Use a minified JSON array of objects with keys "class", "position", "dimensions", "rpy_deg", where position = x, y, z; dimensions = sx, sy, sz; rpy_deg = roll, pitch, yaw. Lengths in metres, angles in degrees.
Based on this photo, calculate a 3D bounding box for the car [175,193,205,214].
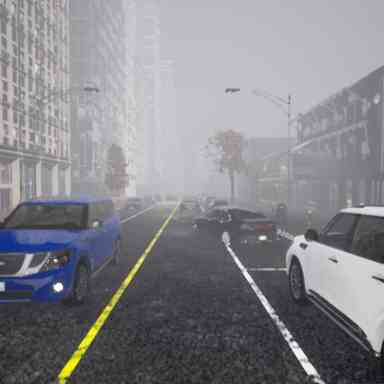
[{"class":"car","position":[-0.201,1.177,31.273],"dimensions":[2.128,1.511,4.902],"rpy_deg":[0,1,0]}]

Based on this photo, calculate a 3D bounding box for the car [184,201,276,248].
[{"class":"car","position":[1.577,1.362,14.208],"dimensions":[1.837,1.490,4.892],"rpy_deg":[-1,1,-23]}]

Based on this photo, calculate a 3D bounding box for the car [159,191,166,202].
[{"class":"car","position":[-6.188,0.985,57.735],"dimensions":[1.947,1.339,4.313],"rpy_deg":[-1,1,0]}]

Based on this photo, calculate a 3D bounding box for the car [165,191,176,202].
[{"class":"car","position":[-3.541,1.015,58.309],"dimensions":[1.895,1.301,4.718],"rpy_deg":[0,1,0]}]

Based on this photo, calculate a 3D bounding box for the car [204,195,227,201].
[{"class":"car","position":[2.414,1.267,29.538],"dimensions":[1.947,1.339,4.313],"rpy_deg":[-1,1,0]}]

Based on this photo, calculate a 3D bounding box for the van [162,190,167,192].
[{"class":"van","position":[-6.246,0.705,63.376],"dimensions":[1.690,1.788,3.998],"rpy_deg":[-1,1,0]}]

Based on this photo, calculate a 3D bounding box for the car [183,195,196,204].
[{"class":"car","position":[-0.365,1.089,50.767],"dimensions":[1.895,1.301,4.718],"rpy_deg":[0,1,0]}]

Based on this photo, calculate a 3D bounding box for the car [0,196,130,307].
[{"class":"car","position":[-3.173,1.138,8.099],"dimensions":[2.150,2.045,5.566],"rpy_deg":[0,1,-1]}]

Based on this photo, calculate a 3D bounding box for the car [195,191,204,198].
[{"class":"car","position":[1.903,0.581,85.971],"dimensions":[1.967,1.590,4.097],"rpy_deg":[-1,1,0]}]

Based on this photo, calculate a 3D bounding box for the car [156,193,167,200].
[{"class":"car","position":[-6.307,0.859,69.022],"dimensions":[2.008,1.369,4.403],"rpy_deg":[-1,1,0]}]

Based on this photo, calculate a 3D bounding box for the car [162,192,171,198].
[{"class":"car","position":[-6.475,0.707,85.953],"dimensions":[1.947,1.339,4.313],"rpy_deg":[-1,1,0]}]

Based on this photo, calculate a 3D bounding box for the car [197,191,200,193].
[{"class":"car","position":[2.157,0.859,57.753],"dimensions":[1.967,1.590,4.097],"rpy_deg":[-1,1,0]}]

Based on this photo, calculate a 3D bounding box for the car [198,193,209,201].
[{"class":"car","position":[2.108,0.929,63.399],"dimensions":[1.947,1.339,4.313],"rpy_deg":[-1,1,0]}]

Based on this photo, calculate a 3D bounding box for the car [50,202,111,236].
[{"class":"car","position":[-5.831,1.342,18.060],"dimensions":[1.752,1.417,4.829],"rpy_deg":[-1,1,0]}]

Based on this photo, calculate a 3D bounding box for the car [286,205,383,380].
[{"class":"car","position":[3.065,1.179,4.681],"dimensions":[2.150,2.045,5.566],"rpy_deg":[0,1,-1]}]

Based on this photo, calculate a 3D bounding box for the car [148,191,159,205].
[{"class":"car","position":[-6.088,0.972,46.447],"dimensions":[1.967,1.590,4.097],"rpy_deg":[-1,1,0]}]

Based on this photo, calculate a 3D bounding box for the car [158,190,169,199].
[{"class":"car","position":[-6.386,0.568,74.663],"dimensions":[2.192,1.841,5.009],"rpy_deg":[-1,1,0]}]

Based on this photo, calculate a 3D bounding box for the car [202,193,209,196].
[{"class":"car","position":[2.312,1.133,40.824],"dimensions":[1.887,1.381,4.507],"rpy_deg":[-1,1,0]}]

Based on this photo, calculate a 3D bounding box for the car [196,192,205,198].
[{"class":"car","position":[1.956,0.763,80.329],"dimensions":[1.947,1.339,4.313],"rpy_deg":[-1,1,0]}]

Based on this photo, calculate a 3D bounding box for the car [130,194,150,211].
[{"class":"car","position":[-5.985,1.211,35.160],"dimensions":[1.947,1.339,4.313],"rpy_deg":[-1,1,0]}]
